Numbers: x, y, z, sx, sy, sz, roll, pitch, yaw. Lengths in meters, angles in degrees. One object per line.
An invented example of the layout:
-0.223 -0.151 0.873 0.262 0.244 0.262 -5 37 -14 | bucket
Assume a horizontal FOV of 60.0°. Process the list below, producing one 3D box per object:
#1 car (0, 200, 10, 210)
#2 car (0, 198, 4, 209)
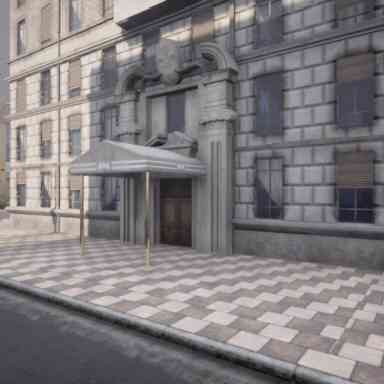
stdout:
-24.014 1.600 40.453 1.895 1.301 4.718 0 0 35 | car
-26.887 1.525 42.450 1.812 1.442 4.674 0 0 35 | car
